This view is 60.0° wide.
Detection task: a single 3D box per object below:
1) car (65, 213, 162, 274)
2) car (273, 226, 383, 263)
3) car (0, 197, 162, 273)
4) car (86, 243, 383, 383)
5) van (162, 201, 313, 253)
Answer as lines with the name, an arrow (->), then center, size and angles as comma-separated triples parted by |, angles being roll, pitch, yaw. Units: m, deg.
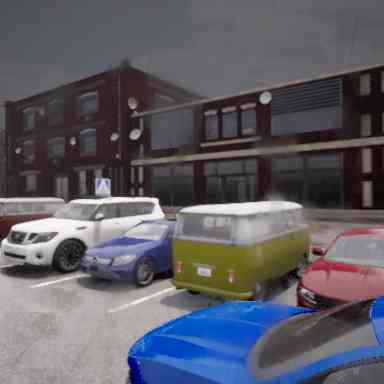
car -> -0.922, 1.508, 9.615 | 2.002, 1.452, 4.674 | 0, 0, 35
car -> 3.568, 1.477, 6.417 | 2.097, 1.535, 5.008 | 0, 0, 35
car -> -3.187, 1.217, 11.191 | 2.435, 2.045, 5.566 | 0, 0, 35
car -> 1.691, 1.478, 2.173 | 5.008, 1.535, 1.882 | 0, 0, 35
van -> 1.487, 1.245, 8.036 | 1.878, 1.987, 4.442 | 0, 0, 36
